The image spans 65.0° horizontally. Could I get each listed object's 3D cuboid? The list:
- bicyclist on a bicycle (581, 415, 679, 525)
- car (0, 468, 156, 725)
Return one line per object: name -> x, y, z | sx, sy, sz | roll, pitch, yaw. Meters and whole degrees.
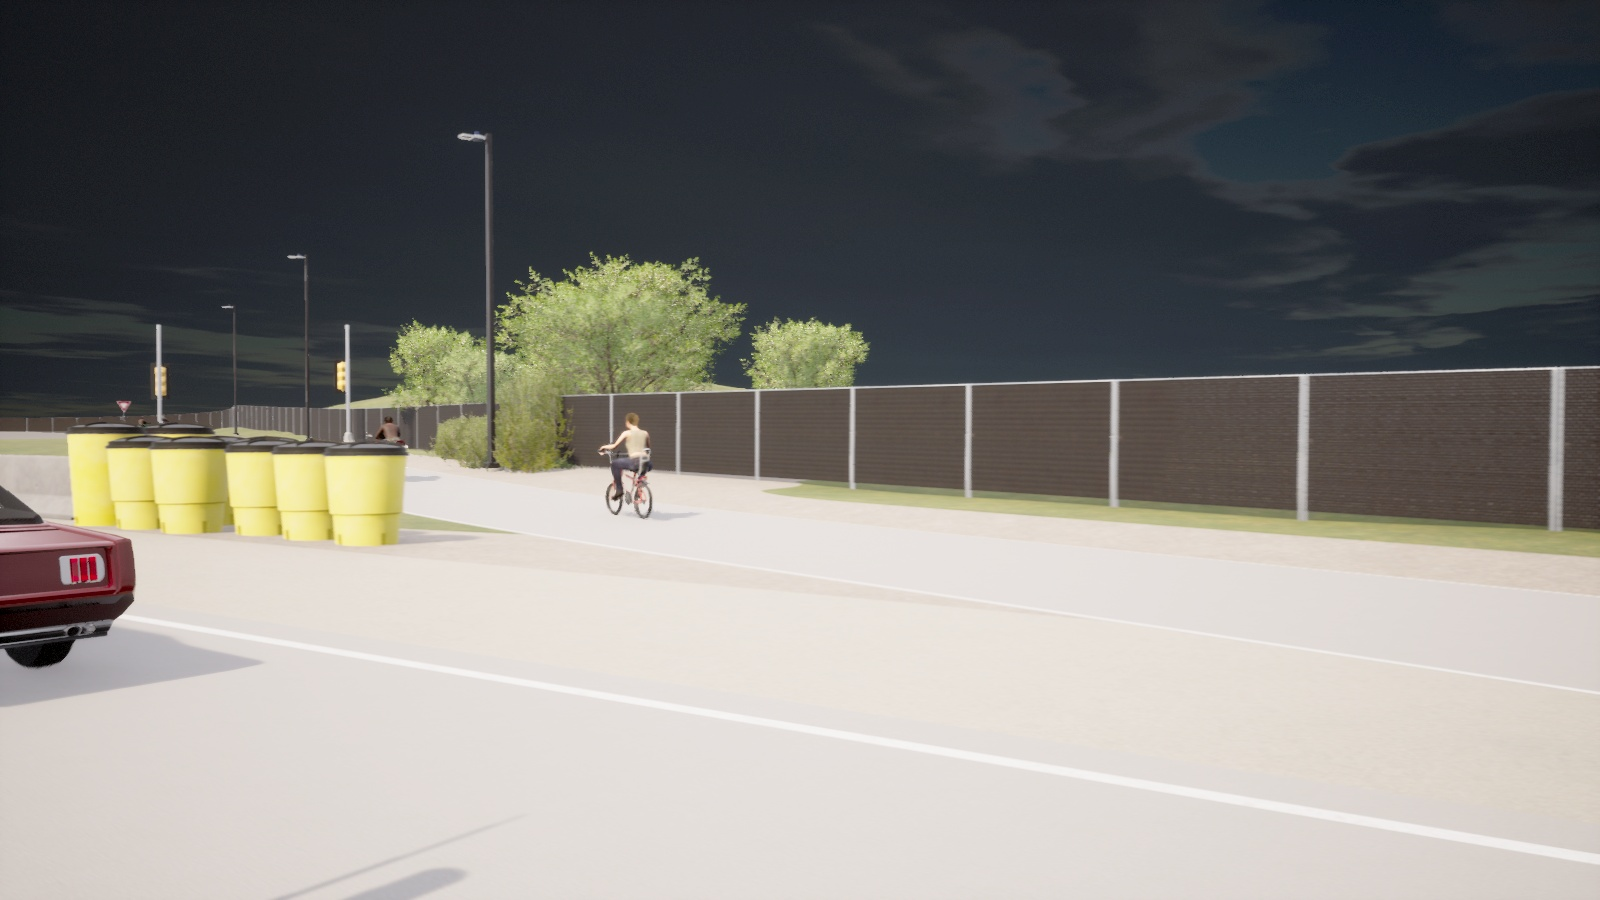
bicyclist on a bicycle -> -2.618, 0.282, 19.242 | 0.866, 1.612, 1.509 | -1, 1, -35
car -> -6.209, 0.786, 7.751 | 4.718, 1.301, 1.895 | 0, 1, 34
